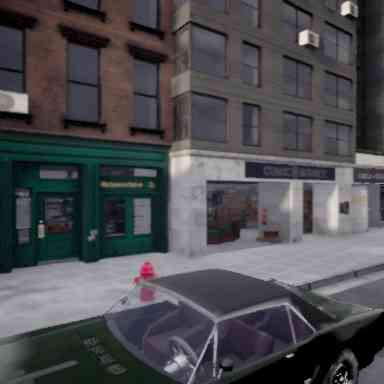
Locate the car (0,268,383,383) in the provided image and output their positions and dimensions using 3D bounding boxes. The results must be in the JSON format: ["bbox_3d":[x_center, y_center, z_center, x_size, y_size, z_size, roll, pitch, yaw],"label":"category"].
[{"bbox_3d":[-0.087,1.599,3.318,4.718,1.301,1.895,0,0,-36],"label":"car"}]
